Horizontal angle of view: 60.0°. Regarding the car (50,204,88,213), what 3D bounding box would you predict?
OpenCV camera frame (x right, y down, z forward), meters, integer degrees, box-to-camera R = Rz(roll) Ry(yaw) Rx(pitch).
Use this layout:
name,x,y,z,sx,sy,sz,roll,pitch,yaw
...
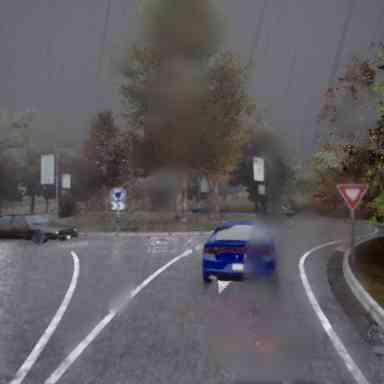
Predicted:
name,x,y,z,sx,sy,sz,roll,pitch,yaw
car,-16.089,2.321,43.655,1.837,1.490,4.892,-3,-2,43

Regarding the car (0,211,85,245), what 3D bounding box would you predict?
name,x,y,z,sx,sy,sz,roll,pitch,yaw
car,-8.543,1.828,16.998,5.357,1.411,2.033,0,-1,17

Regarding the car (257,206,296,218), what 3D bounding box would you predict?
name,x,y,z,sx,sy,sz,roll,pitch,yaw
car,10.416,2.423,41.602,2.033,1.411,5.357,1,-2,-30

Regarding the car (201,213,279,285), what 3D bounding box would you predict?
name,x,y,z,sx,sy,sz,roll,pitch,yaw
car,1.516,1.599,9.941,1.882,1.535,5.008,0,-1,11

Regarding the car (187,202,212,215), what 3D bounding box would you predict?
name,x,y,z,sx,sy,sz,roll,pitch,yaw
car,1.323,2.346,48.590,4.553,1.767,2.097,0,-1,18
